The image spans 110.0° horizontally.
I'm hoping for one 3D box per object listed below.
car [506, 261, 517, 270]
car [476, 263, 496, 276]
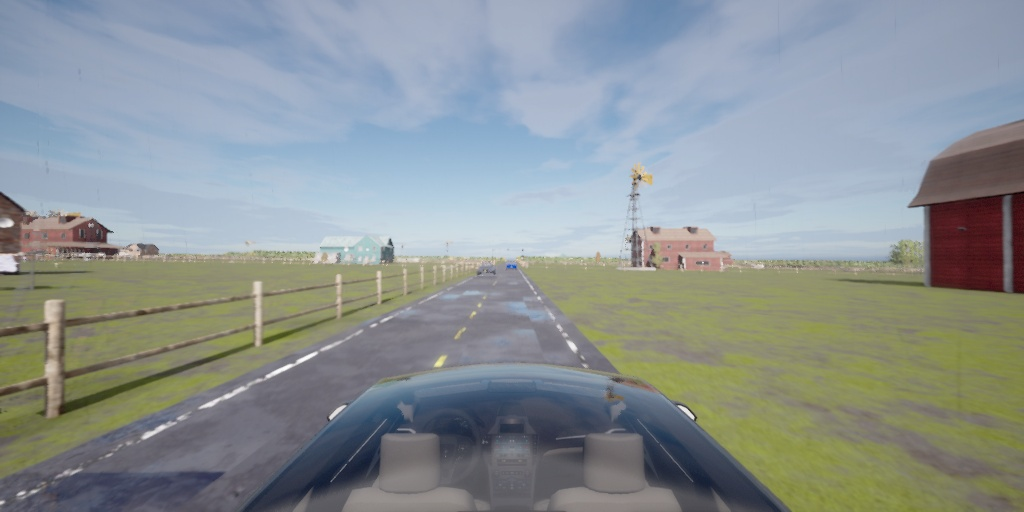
[{"bbox_3d":[-0.053,1.723,63.068,1.882,1.535,5.008,0,0,0],"label":"car"},{"bbox_3d":[-2.782,1.415,39.871,1.994,1.385,4.181,0,0,0],"label":"car"}]
